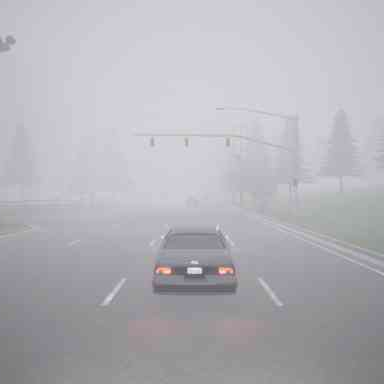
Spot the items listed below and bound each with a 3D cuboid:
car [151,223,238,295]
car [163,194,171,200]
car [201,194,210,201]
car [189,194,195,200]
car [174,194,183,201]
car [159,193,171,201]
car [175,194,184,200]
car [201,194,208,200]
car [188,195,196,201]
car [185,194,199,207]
[{"bbox_3d":[0.068,1.547,8.852,2.033,1.411,5.357,0,0,0],"label":"car"},{"bbox_3d":[-6.981,1.384,93.955,1.994,1.385,4.181,0,0,0],"label":"car"},{"bbox_3d":[3.517,1.491,83.533,1.837,1.490,4.892,0,0,0],"label":"car"},{"bbox_3d":[0.019,1.310,93.954,1.882,1.535,5.008,0,0,0],"label":"car"},{"bbox_3d":[-3.483,1.516,83.951,1.812,1.442,4.674,0,0,0],"label":"car"},{"bbox_3d":[-6.983,1.216,83.565,2.150,2.045,5.566,0,0,0],"label":"car"},{"bbox_3d":[-3.481,1.357,93.955,2.128,1.511,4.902,0,0,0],"label":"car"},{"bbox_3d":[3.519,1.310,93.953,1.882,1.535,5.008,0,0,0],"label":"car"},{"bbox_3d":[0.017,1.531,83.534,2.033,1.411,5.357,0,0,0],"label":"car"},{"bbox_3d":[0.009,1.351,52.891,2.097,1.767,4.553,0,0,0],"label":"car"}]
